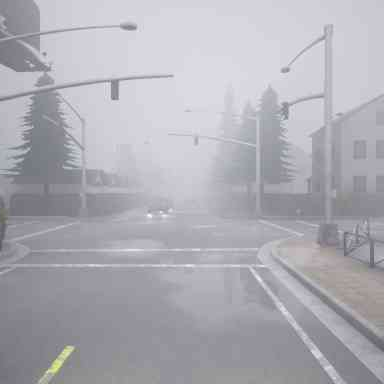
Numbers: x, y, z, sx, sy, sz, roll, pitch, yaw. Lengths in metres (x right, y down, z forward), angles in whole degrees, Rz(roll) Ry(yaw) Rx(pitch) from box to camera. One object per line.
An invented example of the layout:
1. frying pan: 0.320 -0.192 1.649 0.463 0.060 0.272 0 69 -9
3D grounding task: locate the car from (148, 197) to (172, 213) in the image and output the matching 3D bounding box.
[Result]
1. car: -3.666 1.352 37.036 2.097 1.767 4.553 0 0 0

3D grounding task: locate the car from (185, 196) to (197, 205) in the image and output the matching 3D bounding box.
1. car: -0.108 1.491 59.238 2.128 1.511 4.902 0 0 0
